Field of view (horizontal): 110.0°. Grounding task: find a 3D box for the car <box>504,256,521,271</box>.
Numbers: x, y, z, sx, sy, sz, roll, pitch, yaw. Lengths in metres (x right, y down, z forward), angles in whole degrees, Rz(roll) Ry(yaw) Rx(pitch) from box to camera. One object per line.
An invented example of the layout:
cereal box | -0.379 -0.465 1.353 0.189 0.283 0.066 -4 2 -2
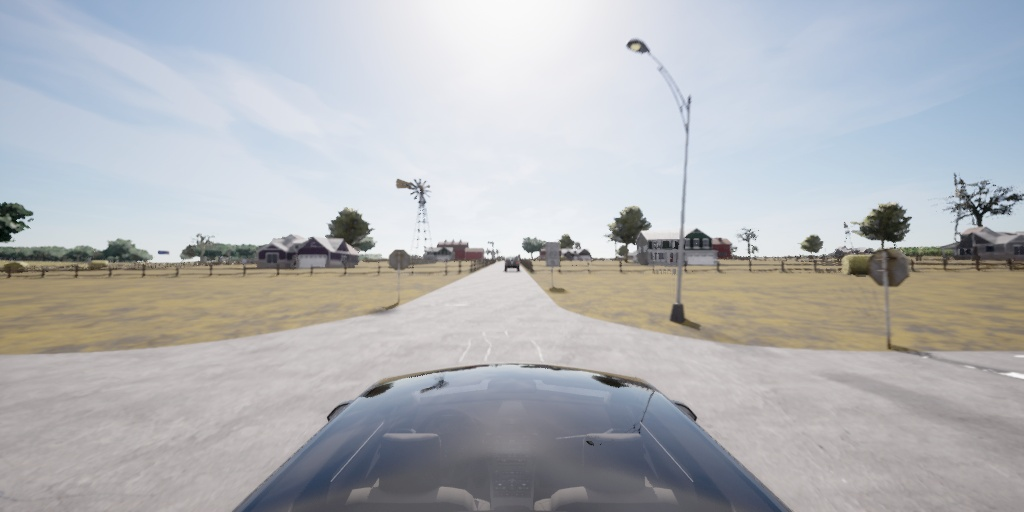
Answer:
car | 0.006 1.077 50.440 2.150 2.045 5.566 0 0 0
